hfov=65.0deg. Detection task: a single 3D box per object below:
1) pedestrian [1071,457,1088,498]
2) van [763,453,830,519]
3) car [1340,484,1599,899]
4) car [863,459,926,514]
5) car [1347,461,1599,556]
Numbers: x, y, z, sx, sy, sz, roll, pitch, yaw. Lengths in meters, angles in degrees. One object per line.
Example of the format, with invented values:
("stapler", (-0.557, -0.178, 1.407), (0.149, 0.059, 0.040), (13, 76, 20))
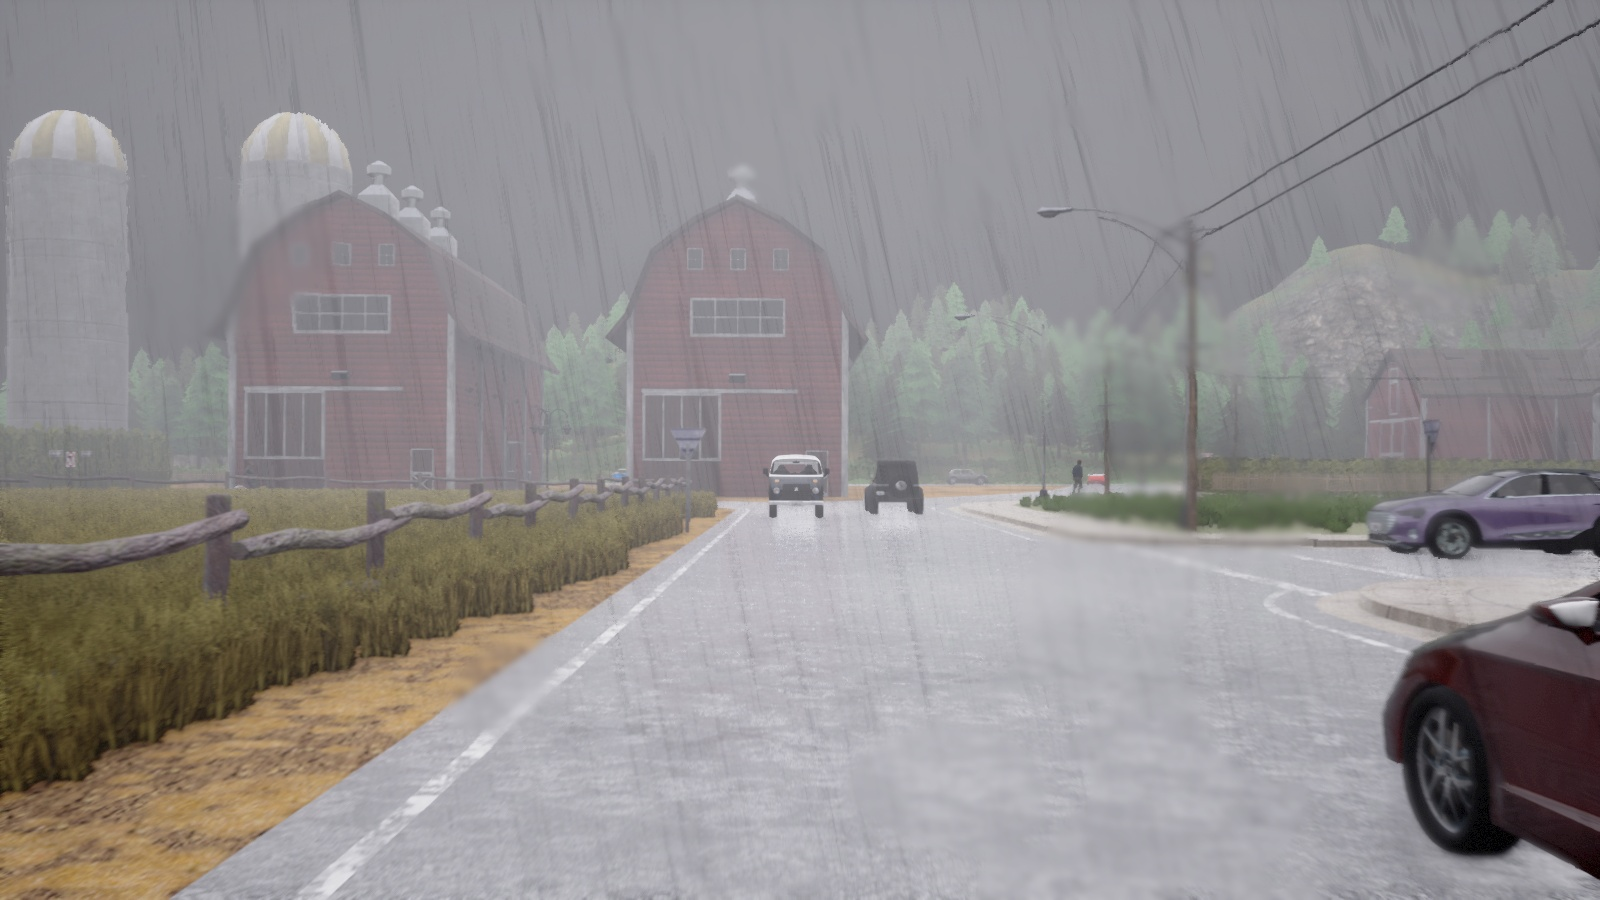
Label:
("pedestrian", (12.554, 1.216, 56.354), (0.726, 1.835, 0.370), (0, -1, -39))
("van", (-0.118, 1.153, 40.794), (2.069, 2.038, 4.480), (0, -1, 0))
("car", (3.461, 0.870, 3.891), (1.816, 1.474, 4.193), (0, -1, 1))
("car", (3.348, 1.272, 45.014), (1.905, 1.878, 3.866), (0, -1, -1))
("car", (12.900, 1.036, 22.997), (4.856, 1.649, 2.033), (0, -1, -1))
